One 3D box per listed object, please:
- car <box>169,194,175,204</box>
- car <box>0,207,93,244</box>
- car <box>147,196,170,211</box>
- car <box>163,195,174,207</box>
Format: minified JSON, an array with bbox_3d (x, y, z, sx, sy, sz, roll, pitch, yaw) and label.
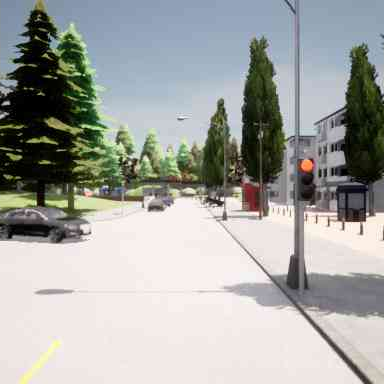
[{"bbox_3d":[-4.146,1.505,60.053,1.837,1.490,4.892,0,0,0],"label":"car"},{"bbox_3d":[-7.018,1.492,15.661,4.902,1.511,2.128,0,0,19],"label":"car"},{"bbox_3d":[-4.171,1.547,40.123,2.033,1.411,5.357,0,0,0],"label":"car"},{"bbox_3d":[-4.174,1.564,50.061,1.994,1.385,4.181,0,0,0],"label":"car"}]
